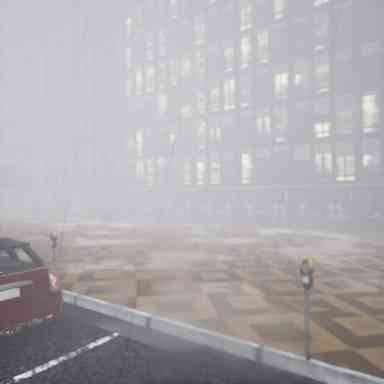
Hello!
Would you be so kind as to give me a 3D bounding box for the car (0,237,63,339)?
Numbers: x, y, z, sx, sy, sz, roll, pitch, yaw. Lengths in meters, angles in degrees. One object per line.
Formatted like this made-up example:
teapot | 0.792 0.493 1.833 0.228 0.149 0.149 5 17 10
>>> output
car | -4.150 1.484 5.842 4.097 1.590 1.967 0 0 36
